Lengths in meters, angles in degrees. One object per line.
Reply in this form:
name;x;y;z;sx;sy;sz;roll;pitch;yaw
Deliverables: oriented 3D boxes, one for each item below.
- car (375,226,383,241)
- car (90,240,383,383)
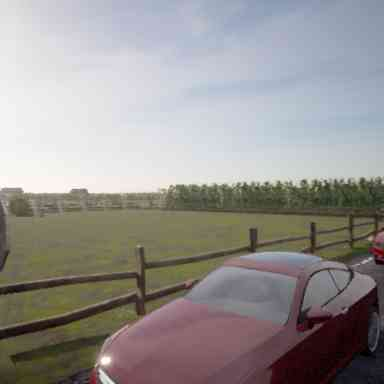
car;7.850;1.575;11.441;1.882;1.535;5.008;-2;-1;44
car;1.014;1.590;4.356;1.812;1.442;4.674;-2;-1;44
